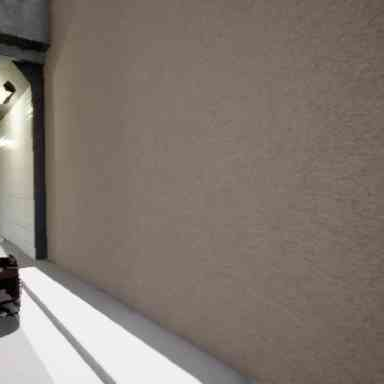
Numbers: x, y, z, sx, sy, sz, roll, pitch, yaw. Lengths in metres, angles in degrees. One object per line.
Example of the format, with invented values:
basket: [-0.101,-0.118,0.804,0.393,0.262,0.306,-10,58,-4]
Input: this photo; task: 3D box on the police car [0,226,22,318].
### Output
police car: [-4.882,1.412,6.758,1.930,1.638,5.238,-1,1,-37]
